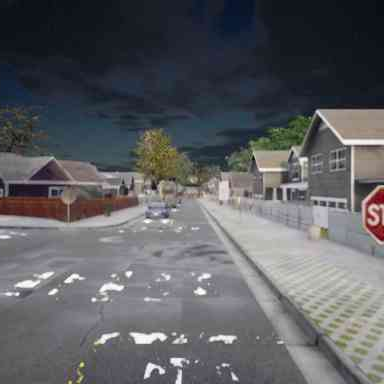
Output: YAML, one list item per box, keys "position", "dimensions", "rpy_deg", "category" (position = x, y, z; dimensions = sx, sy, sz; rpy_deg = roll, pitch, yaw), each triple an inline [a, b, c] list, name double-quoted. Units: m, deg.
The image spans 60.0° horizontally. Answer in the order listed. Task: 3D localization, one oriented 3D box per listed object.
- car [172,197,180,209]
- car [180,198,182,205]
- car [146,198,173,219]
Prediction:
- position: [-2.999, 1.554, 45.558]
  dimensions: [1.837, 1.490, 4.892]
  rpy_deg: [0, 0, 0]
  category: "car"
- position: [-2.977, 1.662, 62.720]
  dimensions: [1.994, 1.385, 4.181]
  rpy_deg: [0, 0, 0]
  category: "car"
- position: [-2.948, 1.541, 29.473]
  dimensions: [1.812, 1.442, 4.674]
  rpy_deg: [0, 0, 0]
  category: "car"
